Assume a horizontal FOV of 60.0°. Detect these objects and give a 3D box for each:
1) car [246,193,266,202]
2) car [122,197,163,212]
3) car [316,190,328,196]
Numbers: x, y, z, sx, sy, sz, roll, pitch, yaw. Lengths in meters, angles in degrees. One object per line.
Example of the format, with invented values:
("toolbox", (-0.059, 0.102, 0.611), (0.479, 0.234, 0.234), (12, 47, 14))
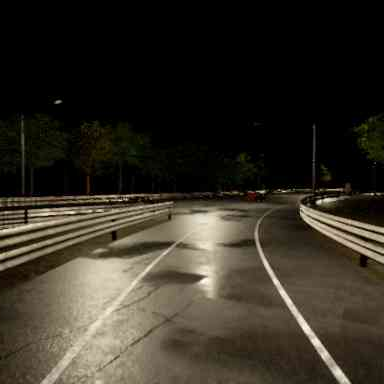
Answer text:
("car", (10.305, 0.856, 53.399), (1.812, 1.442, 4.674), (1, 2, 37))
("car", (-4.874, 1.293, 33.358), (1.837, 1.490, 4.892), (1, 2, 37))
("car", (32.133, 0.226, 82.187), (1.994, 1.385, 4.181), (1, 1, 37))
